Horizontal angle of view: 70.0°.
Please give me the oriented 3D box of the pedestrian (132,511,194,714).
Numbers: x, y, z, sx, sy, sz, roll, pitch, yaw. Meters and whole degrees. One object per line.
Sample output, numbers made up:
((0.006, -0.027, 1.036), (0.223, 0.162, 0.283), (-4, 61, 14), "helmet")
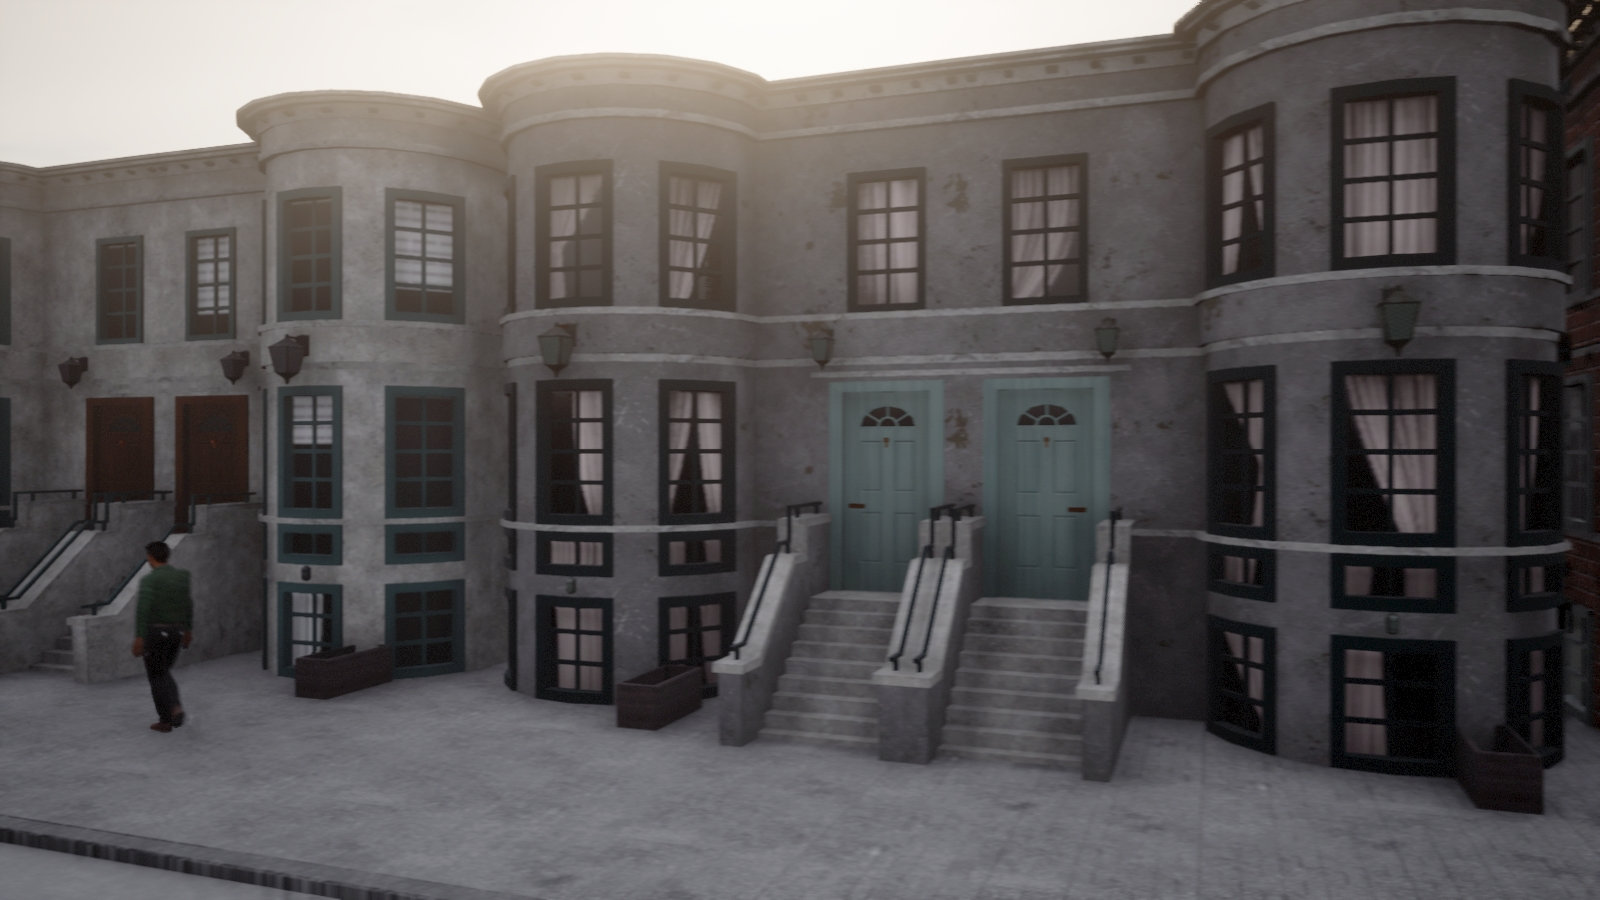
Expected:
((-6.063, 1.525, 10.876), (0.375, 1.860, 0.375), (0, 0, 32), "pedestrian")
